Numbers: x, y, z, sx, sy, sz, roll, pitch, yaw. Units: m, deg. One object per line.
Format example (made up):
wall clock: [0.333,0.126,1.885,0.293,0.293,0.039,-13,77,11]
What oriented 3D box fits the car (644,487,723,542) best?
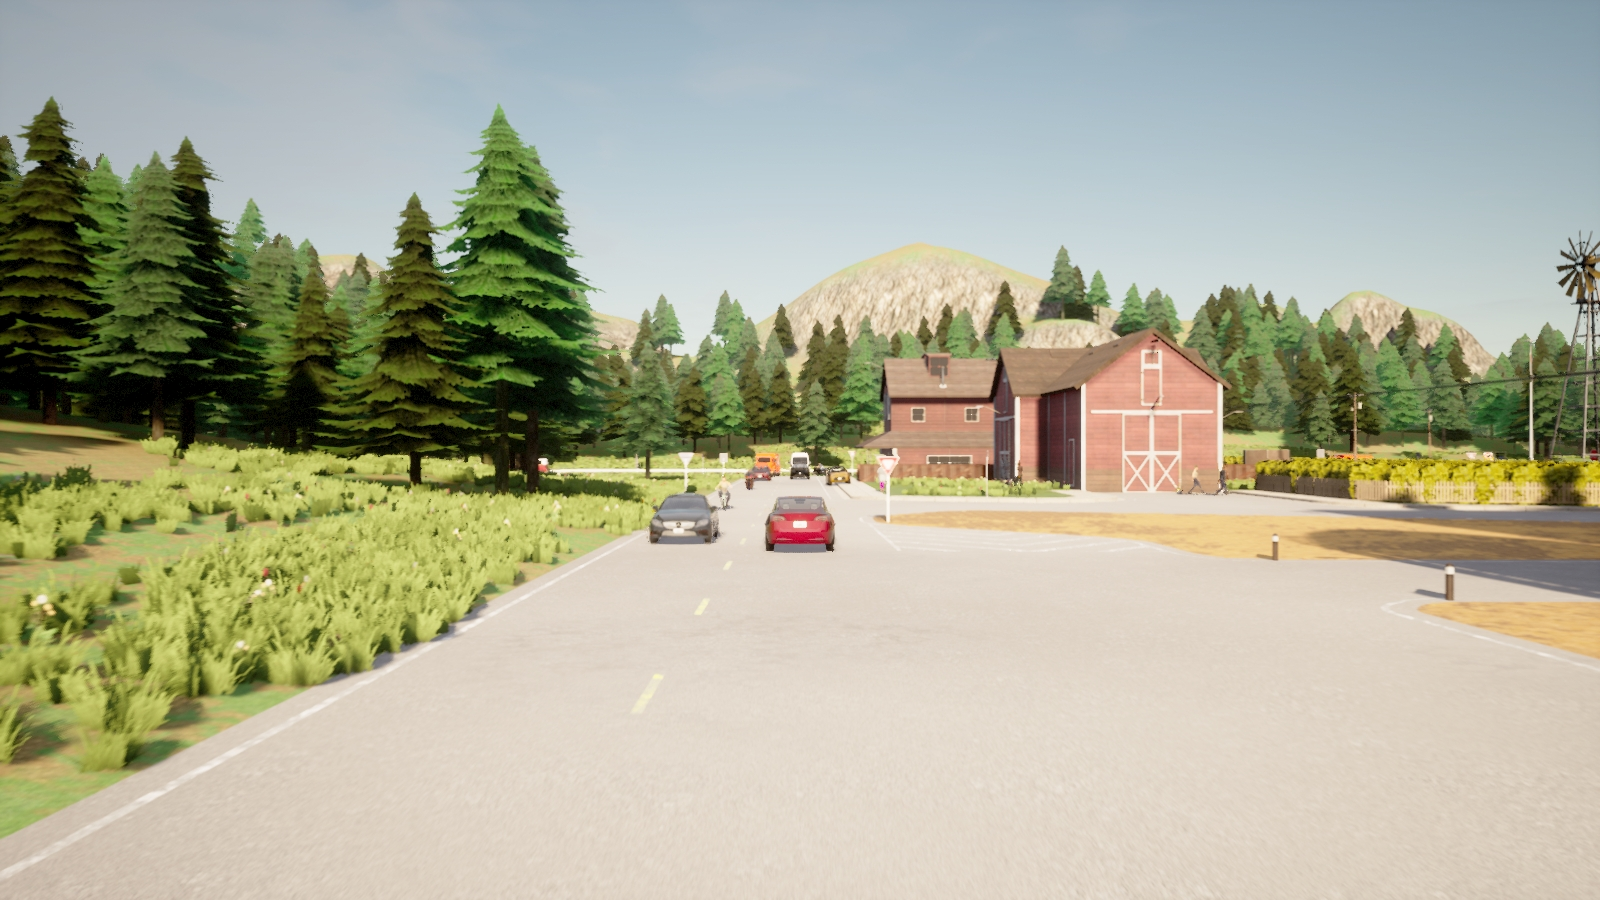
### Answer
car: [-3.519,1.941,35.344,2.002,1.442,4.674,0,0,0]

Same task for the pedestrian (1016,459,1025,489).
pedestrian: [13.731,1.472,71.197,0.375,1.860,0.375,0,0,-41]

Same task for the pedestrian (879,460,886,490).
pedestrian: [5.114,1.554,70.998,0.375,1.860,0.375,0,0,11]

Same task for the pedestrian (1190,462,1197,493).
pedestrian: [23.433,1.617,67.986,0.375,1.860,0.375,0,0,23]

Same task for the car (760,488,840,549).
car: [0.001,1.923,33.298,2.163,1.488,4.792,0,0,0]

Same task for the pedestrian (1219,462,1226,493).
pedestrian: [24.931,1.618,67.372,0.375,1.860,0.375,0,0,15]
